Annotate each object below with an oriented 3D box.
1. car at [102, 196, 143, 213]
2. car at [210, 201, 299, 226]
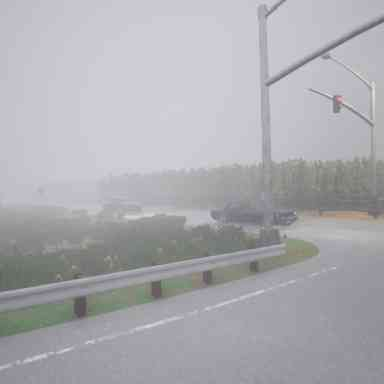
[{"bbox_3d":[-6.107,1.124,28.652,1.837,1.490,4.892,-3,2,-40],"label":"car"},{"bbox_3d":[3.207,1.165,17.757,1.895,1.301,4.718,-3,2,-40],"label":"car"}]
